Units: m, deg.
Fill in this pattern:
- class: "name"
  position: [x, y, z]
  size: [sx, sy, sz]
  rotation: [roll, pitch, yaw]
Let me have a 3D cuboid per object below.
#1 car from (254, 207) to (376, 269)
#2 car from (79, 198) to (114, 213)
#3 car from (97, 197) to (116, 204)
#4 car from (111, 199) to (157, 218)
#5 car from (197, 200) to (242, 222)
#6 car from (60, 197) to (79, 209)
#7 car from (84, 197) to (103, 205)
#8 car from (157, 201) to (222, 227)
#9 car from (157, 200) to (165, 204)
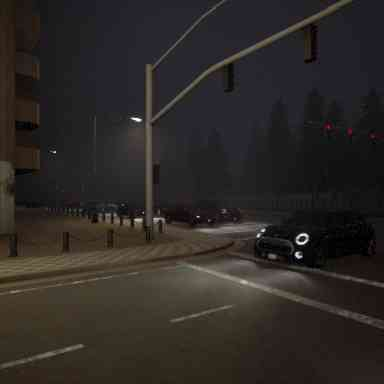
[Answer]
- class: "car"
  position: [4.242, 1.354, 11.308]
  size: [4.553, 1.767, 2.097]
  rotation: [0, 0, -35]
- class: "car"
  position: [-11.146, 1.656, 38.586]
  size: [1.895, 1.301, 4.718]
  rotation: [0, 0, -36]
- class: "car"
  position: [-16.660, 1.656, 64.505]
  size: [1.895, 1.301, 4.718]
  rotation: [0, 0, -36]
- class: "car"
  position: [-5.403, 1.619, 30.602]
  size: [1.994, 1.385, 4.181]
  rotation: [0, 0, -36]
- class: "car"
  position: [1.895, 1.407, 26.465]
  size: [2.097, 1.767, 4.553]
  rotation: [0, 0, -36]
- class: "car"
  position: [-17.256, 1.533, 47.131]
  size: [1.882, 1.535, 5.008]
  rotation: [0, 0, -35]
- class: "car"
  position: [-17.987, 1.656, 60.388]
  size: [1.895, 1.301, 4.718]
  rotation: [0, 0, -36]
- class: "car"
  position: [-0.286, 1.581, 23.533]
  size: [1.812, 1.442, 4.674]
  rotation: [0, 0, -37]
- class: "car"
  position: [-3.342, 1.547, 33.734]
  size: [2.128, 1.511, 4.902]
  rotation: [0, 0, -36]
